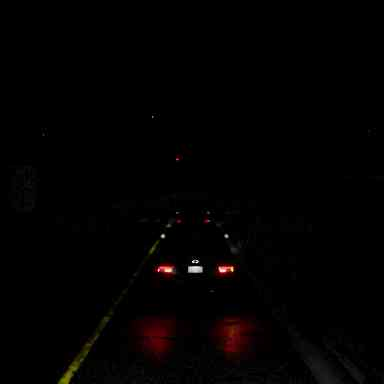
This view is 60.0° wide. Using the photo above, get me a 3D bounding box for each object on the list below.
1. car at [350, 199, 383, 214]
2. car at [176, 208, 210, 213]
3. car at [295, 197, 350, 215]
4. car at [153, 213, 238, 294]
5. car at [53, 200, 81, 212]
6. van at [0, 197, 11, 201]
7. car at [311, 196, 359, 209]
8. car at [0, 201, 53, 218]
[{"bbox_3d":[16.975,1.340,30.328,4.403,1.369,2.008,-1,1,0],"label":"car"},{"bbox_3d":[0.047,1.549,18.163,1.994,1.385,4.181,0,0,0],"label":"car"},{"bbox_3d":[11.597,1.417,30.324,4.313,1.339,1.947,-1,1,0],"label":"car"},{"bbox_3d":[0.073,1.542,8.937,2.033,1.411,5.357,0,0,0],"label":"car"},{"bbox_3d":[-15.560,1.584,38.824,4.829,1.417,1.752,-1,1,0],"label":"car"},{"bbox_3d":[-21.071,1.455,38.815,3.998,1.788,1.690,-1,1,0],"label":"van"},{"bbox_3d":[16.622,1.231,38.852,4.829,1.417,1.752,-1,1,0],"label":"car"},{"bbox_3d":[-15.372,1.726,30.301,4.206,1.307,1.802,-1,1,0],"label":"car"}]
